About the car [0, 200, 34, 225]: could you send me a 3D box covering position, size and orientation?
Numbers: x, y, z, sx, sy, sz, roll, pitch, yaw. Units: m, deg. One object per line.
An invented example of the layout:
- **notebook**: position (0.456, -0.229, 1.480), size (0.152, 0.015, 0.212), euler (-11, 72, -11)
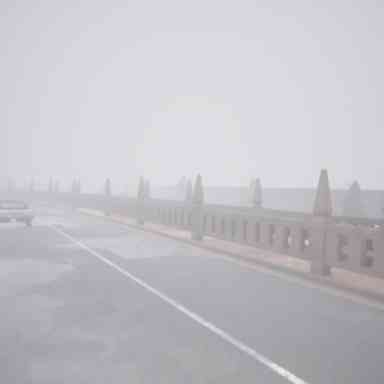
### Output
- **car**: position (-10.282, 1.105, 18.684), size (1.895, 1.301, 4.718), euler (2, 1, -35)
